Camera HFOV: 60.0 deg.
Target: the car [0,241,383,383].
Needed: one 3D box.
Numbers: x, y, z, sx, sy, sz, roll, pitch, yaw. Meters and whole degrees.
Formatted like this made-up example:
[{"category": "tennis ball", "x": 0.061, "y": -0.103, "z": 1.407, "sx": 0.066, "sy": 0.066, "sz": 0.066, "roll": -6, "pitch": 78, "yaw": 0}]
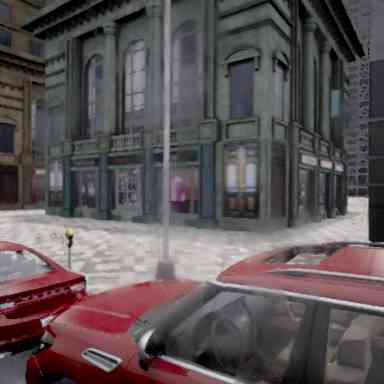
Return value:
[{"category": "car", "x": 0.947, "y": 1.312, "z": 2.284, "sx": 5.009, "sy": 1.841, "sz": 2.192, "roll": 0, "pitch": 0, "yaw": 35}]
